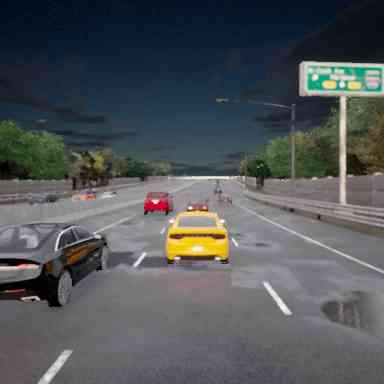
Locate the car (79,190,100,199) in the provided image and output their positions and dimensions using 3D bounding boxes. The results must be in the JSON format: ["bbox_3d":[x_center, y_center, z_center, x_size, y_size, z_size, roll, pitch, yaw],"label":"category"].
[{"bbox_3d":[-19.295,0.458,62.781,2.128,1.511,4.902,0,2,3],"label":"car"}]

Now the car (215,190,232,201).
[{"bbox_3d":[4.367,0.847,44.095,1.812,1.442,4.674,0,1,2],"label":"car"}]

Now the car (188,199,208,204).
[{"bbox_3d":[0.519,1.324,29.970,1.895,1.301,4.718,0,1,1],"label":"car"}]

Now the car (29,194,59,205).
[{"bbox_3d":[-20.167,0.994,45.559,2.033,1.411,5.357,0,1,2],"label":"car"}]

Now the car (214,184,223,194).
[{"bbox_3d":[6.462,-0.492,82.185,2.097,1.767,4.553,0,3,4],"label":"car"}]

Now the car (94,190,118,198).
[{"bbox_3d":[-12.929,0.849,50.808,1.812,1.442,4.674,0,1,3],"label":"car"}]

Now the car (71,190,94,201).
[{"bbox_3d":[-16.448,0.690,50.274,2.097,1.767,4.553,0,1,3],"label":"car"}]

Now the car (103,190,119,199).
[{"bbox_3d":[-15.696,0.428,64.490,1.812,1.442,4.674,0,2,3],"label":"car"}]

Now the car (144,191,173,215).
[{"bbox_3d":[-2.973,0.938,30.330,2.150,2.045,5.566,0,1,2],"label":"car"}]

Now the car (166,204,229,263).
[{"bbox_3d":[0.181,1.427,11.816,1.882,1.535,5.008,0,0,1],"label":"car"}]

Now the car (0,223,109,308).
[{"bbox_3d":[-3.355,1.465,7.852,2.128,1.511,4.902,0,0,0],"label":"car"}]
